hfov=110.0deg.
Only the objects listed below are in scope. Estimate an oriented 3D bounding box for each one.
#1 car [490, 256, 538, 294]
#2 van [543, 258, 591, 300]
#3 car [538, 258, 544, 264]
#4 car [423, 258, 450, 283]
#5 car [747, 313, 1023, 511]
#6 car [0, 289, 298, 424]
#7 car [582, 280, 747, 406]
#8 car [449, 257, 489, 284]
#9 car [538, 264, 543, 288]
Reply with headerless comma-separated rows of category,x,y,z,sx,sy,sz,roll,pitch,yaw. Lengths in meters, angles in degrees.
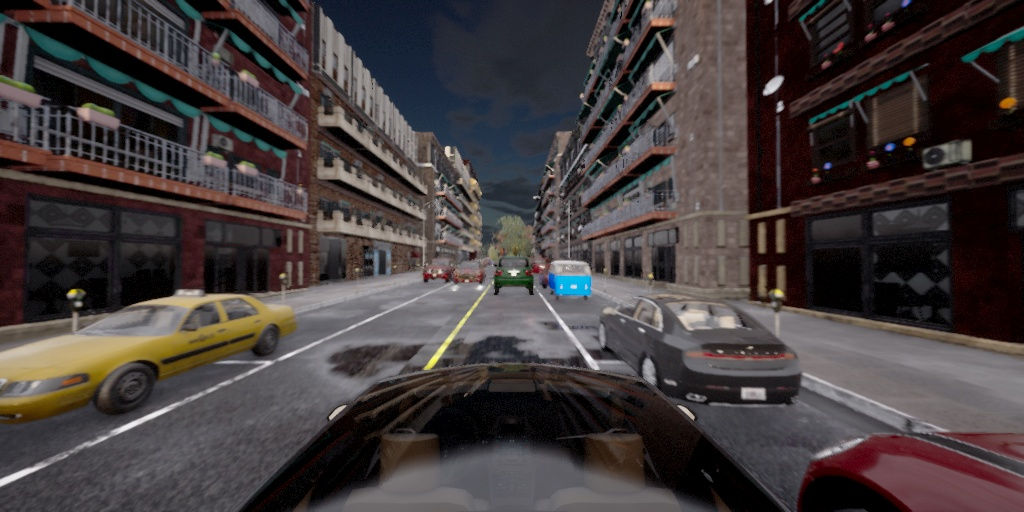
car,0.094,1.001,20.729,2.150,2.045,5.566,0,0,0
van,2.687,1.113,17.512,1.690,1.789,3.998,0,0,0
car,2.682,1.115,34.496,2.192,1.841,5.009,0,0,0
car,-5.697,1.105,28.872,2.192,1.841,5.009,0,0,0
car,2.692,1.188,0.526,1.967,1.591,4.097,0,0,0
car,-5.691,1.281,6.056,1.751,1.417,4.829,0,0,0
car,2.690,1.307,6.188,2.007,1.370,4.403,0,0,0
car,-3.093,1.139,26.888,2.097,1.767,4.553,0,0,0
car,2.685,1.363,23.173,1.802,1.307,4.207,0,0,0
